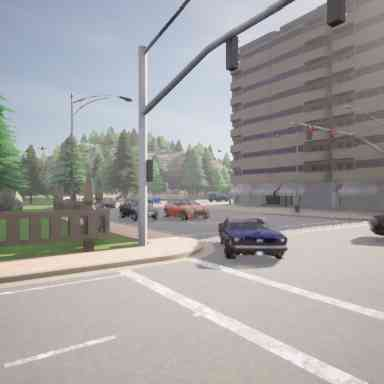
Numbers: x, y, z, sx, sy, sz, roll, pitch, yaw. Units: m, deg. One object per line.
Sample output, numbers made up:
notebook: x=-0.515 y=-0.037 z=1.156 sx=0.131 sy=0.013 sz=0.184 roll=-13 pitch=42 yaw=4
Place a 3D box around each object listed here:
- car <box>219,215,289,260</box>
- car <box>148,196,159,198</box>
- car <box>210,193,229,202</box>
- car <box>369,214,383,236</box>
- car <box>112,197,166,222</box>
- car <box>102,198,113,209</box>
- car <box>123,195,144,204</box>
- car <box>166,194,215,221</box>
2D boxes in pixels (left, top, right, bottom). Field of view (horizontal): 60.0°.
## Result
car: x=2.127 y=1.588 z=12.542 sx=1.895 sy=1.301 sz=4.718 roll=0 pitch=0 yaw=0
car: x=-7.247 y=1.450 z=60.413 sx=1.882 sy=1.535 sz=5.008 roll=0 pitch=0 yaw=14
car: x=5.712 y=1.170 z=71.210 sx=2.150 sy=2.045 sz=5.566 roll=0 pitch=0 yaw=40
car: x=10.782 y=1.450 z=14.924 sx=5.008 sy=1.535 sz=1.882 roll=0 pitch=1 yaw=24
car: x=-4.273 y=1.436 z=26.114 sx=2.128 sy=1.511 sz=4.902 roll=0 pitch=0 yaw=-31
car: x=-11.186 y=1.492 z=43.785 sx=2.033 sy=1.411 sz=5.357 roll=0 pitch=0 yaw=-7
car: x=-10.712 y=1.425 z=60.927 sx=1.882 sy=1.535 sz=5.008 roll=0 pitch=0 yaw=14
car: x=-0.520 y=1.296 z=26.679 sx=2.097 sy=1.767 sz=4.553 roll=0 pitch=0 yaw=-32
